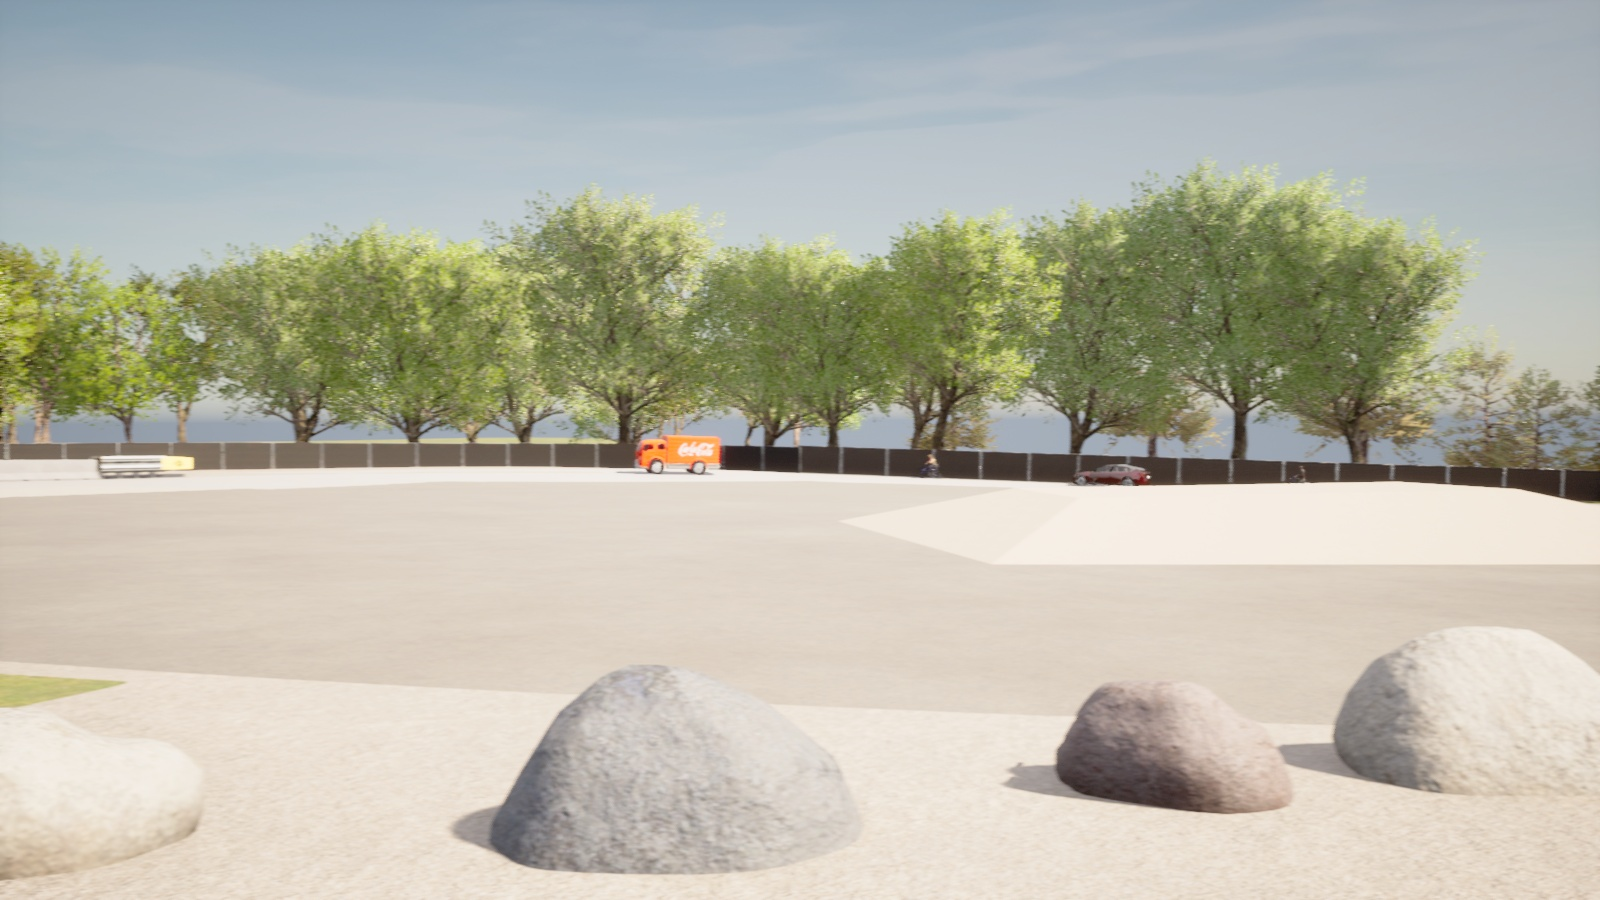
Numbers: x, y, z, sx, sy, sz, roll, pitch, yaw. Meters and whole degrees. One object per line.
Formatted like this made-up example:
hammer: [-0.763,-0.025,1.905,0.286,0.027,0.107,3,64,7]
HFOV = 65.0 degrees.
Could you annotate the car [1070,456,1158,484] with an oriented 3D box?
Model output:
car: [19.383,1.194,77.584,4.792,1.488,2.163,2,2,35]

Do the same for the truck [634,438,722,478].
truck: [-7.820,0.500,80.497,5.204,2.467,2.627,0,2,-16]
